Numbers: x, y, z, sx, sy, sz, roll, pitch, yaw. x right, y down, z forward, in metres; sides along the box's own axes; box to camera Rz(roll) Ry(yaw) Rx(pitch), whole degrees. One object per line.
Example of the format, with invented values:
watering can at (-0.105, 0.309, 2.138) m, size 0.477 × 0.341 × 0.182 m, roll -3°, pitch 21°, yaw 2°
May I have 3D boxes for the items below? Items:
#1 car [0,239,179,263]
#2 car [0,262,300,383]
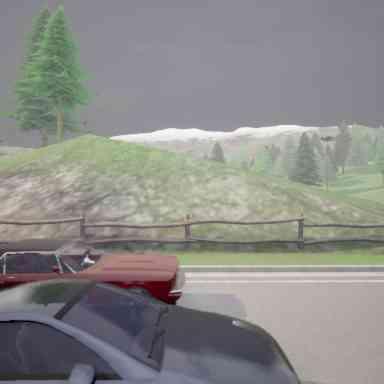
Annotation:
car at (-2.491, 1.601, 6.439) m, size 4.718 × 1.301 × 1.895 m, roll 0°, pitch 0°, yaw -1°
car at (-1.107, 1.564, 2.956) m, size 4.181 × 1.385 × 1.994 m, roll 0°, pitch 0°, yaw -1°
